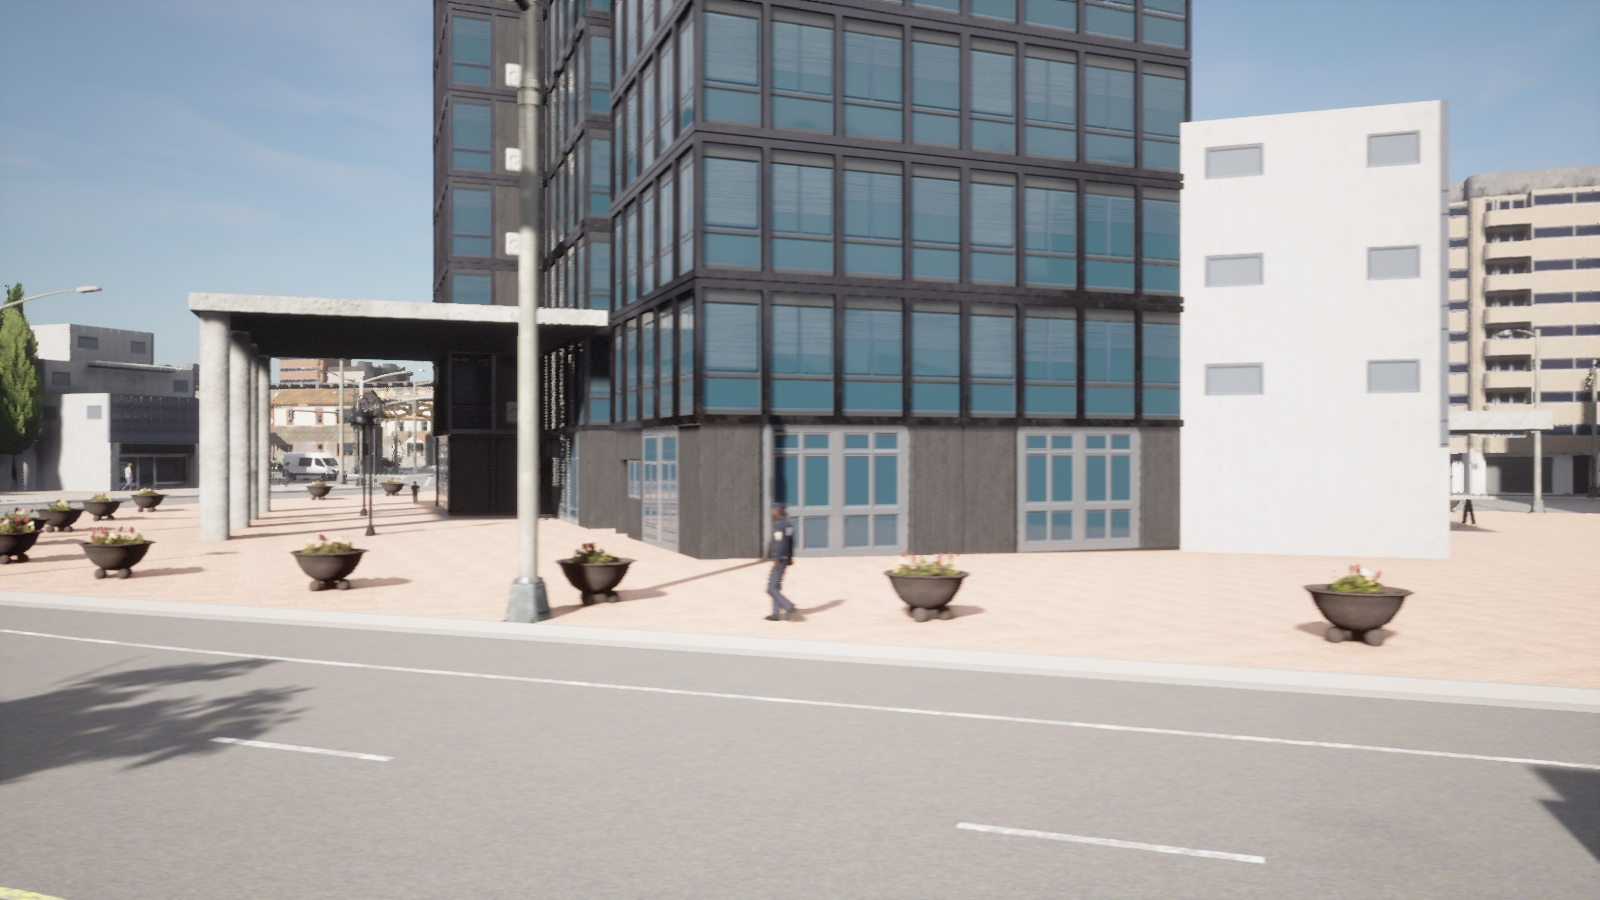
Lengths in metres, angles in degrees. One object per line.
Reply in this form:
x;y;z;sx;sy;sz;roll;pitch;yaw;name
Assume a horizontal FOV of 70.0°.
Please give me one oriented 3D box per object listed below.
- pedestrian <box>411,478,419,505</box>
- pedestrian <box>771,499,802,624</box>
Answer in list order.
-18.851;2.046;55.965;0.375;1.300;0.375;0;0;-15;pedestrian
-0.205;1.694;17.507;0.375;1.860;0.375;0;0;19;pedestrian
